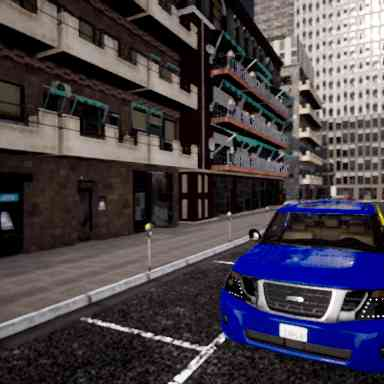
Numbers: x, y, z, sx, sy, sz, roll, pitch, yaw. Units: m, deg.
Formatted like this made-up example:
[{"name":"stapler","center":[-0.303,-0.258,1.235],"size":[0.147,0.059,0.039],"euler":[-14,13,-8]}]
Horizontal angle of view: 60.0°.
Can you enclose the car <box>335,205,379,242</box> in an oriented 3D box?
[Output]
[{"name":"car","center":[8.696,1.511,17.412],"size":[1.812,1.442,4.674],"euler":[0,0,28]}]

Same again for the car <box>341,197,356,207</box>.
[{"name":"car","center":[24.346,1.516,51.657],"size":[1.947,1.339,4.313],"euler":[-1,0,28]}]

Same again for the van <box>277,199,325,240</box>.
[{"name":"van","center":[5.820,1.328,17.516],"size":[1.690,1.788,3.998],"euler":[-1,0,28]}]

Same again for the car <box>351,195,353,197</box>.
[{"name":"car","center":[21.697,1.271,46.781],"size":[2.192,1.841,5.009],"euler":[-1,0,28]}]

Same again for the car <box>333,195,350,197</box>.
[{"name":"car","center":[13.760,1.412,32.147],"size":[1.967,1.590,4.097],"euler":[-1,0,28]}]

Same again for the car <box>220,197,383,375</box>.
[{"name":"car","center":[2.469,1.217,6.133],"size":[2.150,2.045,5.566],"euler":[0,0,29]}]

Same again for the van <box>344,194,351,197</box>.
[{"name":"van","center":[16.405,1.308,37.025],"size":[1.690,1.788,3.998],"euler":[-1,0,28]}]

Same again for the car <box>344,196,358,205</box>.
[{"name":"car","center":[26.992,1.489,56.535],"size":[1.887,1.381,4.507],"euler":[-1,0,28]}]
